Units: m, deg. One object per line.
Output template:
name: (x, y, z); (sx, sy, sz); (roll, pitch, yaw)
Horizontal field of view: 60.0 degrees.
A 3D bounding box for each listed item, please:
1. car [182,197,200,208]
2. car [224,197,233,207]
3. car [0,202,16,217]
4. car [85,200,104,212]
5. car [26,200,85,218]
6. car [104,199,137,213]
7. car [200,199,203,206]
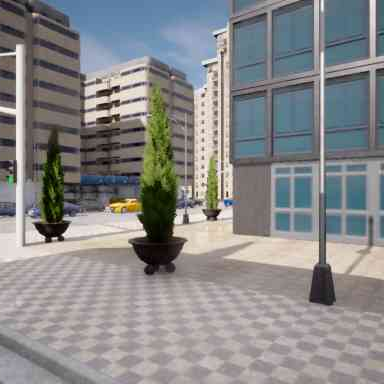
car: (-1.365, 1.581, 45.885); (1.812, 1.442, 4.674); (0, 0, 35)
car: (6.702, 1.533, 50.910); (1.882, 1.535, 5.008); (0, 0, 35)
car: (-17.121, 1.603, 29.725); (2.033, 1.411, 5.357); (0, 0, 35)
car: (-11.786, 1.619, 37.254); (1.994, 1.385, 4.181); (0, 0, 35)
car: (-12.465, 1.581, 30.207); (1.812, 1.442, 4.674); (0, 0, 35)
car: (-7.143, 1.533, 37.756); (1.882, 1.535, 5.008); (0, 0, 35)
car: (-0.008, 1.581, 53.809); (1.812, 1.442, 4.674); (0, 0, 36)
